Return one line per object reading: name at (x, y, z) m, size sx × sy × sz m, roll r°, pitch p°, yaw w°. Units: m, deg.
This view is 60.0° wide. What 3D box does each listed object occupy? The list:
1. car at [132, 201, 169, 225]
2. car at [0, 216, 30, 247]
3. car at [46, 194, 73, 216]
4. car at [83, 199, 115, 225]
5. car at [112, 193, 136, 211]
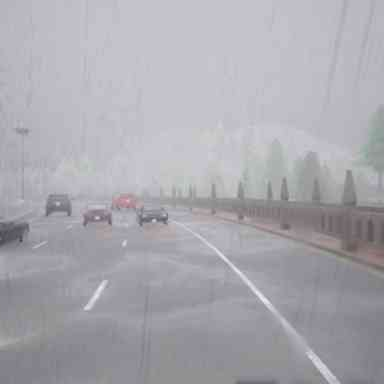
car at (-2.904, 1.530, 23.269) m, size 1.895 × 1.301 × 4.718 m, roll 0°, pitch 0°, yaw -13°
car at (-8.026, 1.586, 12.986) m, size 1.895 × 1.301 × 4.718 m, roll 0°, pitch 0°, yaw -8°
car at (-12.710, 1.188, 31.894) m, size 2.150 × 2.045 × 5.566 m, roll 0°, pitch 0°, yaw -19°
car at (-6.569, 1.474, 23.457) m, size 1.812 × 1.442 × 4.674 m, roll 0°, pitch 0°, yaw -13°
car at (-8.139, 1.141, 39.440) m, size 2.150 × 2.045 × 5.566 m, roll 0°, pitch 0°, yaw -22°
